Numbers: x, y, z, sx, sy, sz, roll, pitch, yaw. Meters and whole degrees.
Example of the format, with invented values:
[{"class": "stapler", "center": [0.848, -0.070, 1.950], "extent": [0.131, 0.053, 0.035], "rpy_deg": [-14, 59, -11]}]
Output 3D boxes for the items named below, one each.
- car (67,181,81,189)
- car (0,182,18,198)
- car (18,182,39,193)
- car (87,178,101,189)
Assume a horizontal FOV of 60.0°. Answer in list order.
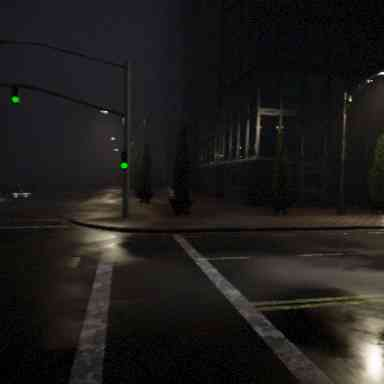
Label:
[{"class": "car", "center": [-21.514, -1.339, 60.657], "extent": [1.994, 1.385, 4.181], "rpy_deg": [0, 2, -11]}, {"class": "car", "center": [-19.748, -0.289, 33.695], "extent": [1.882, 1.535, 5.008], "rpy_deg": [0, 2, -11]}, {"class": "car", "center": [-21.732, -0.672, 43.942], "extent": [2.033, 1.411, 5.357], "rpy_deg": [0, 2, -11]}, {"class": "car", "center": [-18.129, -1.666, 61.591], "extent": [2.150, 2.045, 5.566], "rpy_deg": [0, 2, -11]}]
